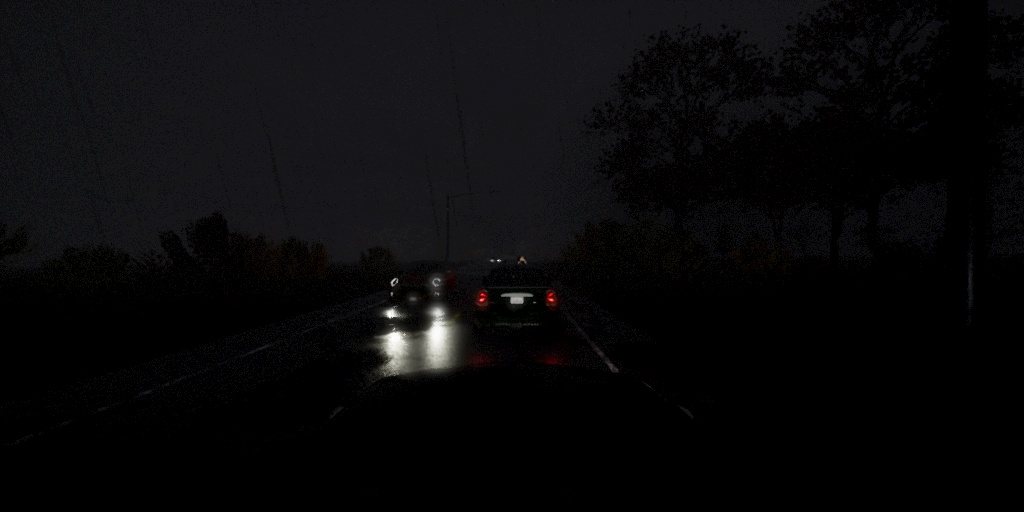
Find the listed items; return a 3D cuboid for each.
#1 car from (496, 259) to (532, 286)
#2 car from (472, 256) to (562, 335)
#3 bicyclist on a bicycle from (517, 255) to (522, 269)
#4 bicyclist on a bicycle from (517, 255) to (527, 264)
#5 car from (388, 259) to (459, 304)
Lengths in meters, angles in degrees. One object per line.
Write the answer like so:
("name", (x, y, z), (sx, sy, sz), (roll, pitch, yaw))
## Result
("car", (0.107, 0.983, 23.722), (2.128, 1.511, 4.902), (0, 0, 0))
("car", (0.114, 1.002, 10.255), (2.097, 1.767, 4.553), (0, 1, 0))
("bicyclist on a bicycle", (0.911, 0.720, 43.272), (0.582, 1.620, 1.656), (0, 1, 0))
("bicyclist on a bicycle", (0.953, 0.821, 33.156), (0.866, 1.612, 1.509), (0, 1, 1))
("car", (-3.584, 0.945, 15.217), (2.097, 1.767, 4.553), (0, 1, 0))
